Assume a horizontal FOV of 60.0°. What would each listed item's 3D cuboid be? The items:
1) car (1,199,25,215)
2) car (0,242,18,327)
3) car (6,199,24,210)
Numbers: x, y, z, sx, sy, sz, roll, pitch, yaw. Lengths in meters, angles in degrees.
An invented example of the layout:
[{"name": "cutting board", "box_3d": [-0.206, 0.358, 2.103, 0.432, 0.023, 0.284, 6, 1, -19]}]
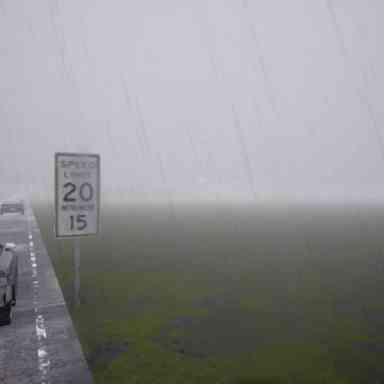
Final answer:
[{"name": "car", "box_3d": [-17.919, 1.455, 33.393, 1.882, 1.535, 5.008, 0, 0, -26]}, {"name": "car", "box_3d": [-4.554, 1.562, 6.526, 1.994, 1.385, 4.181, 0, 0, -27]}, {"name": "car", "box_3d": [-22.649, 1.558, 42.763, 1.895, 1.301, 4.718, 0, 0, -26]}]
